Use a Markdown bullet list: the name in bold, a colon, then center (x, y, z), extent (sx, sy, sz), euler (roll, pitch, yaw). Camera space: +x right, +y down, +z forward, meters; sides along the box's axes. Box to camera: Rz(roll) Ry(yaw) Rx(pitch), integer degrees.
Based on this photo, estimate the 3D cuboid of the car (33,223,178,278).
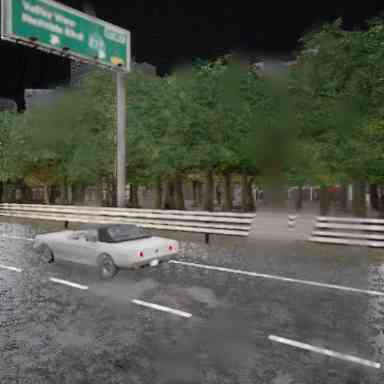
- **car**: center (-2.810, 1.605, 10.174), extent (4.718, 1.301, 1.895), euler (0, 0, 36)
